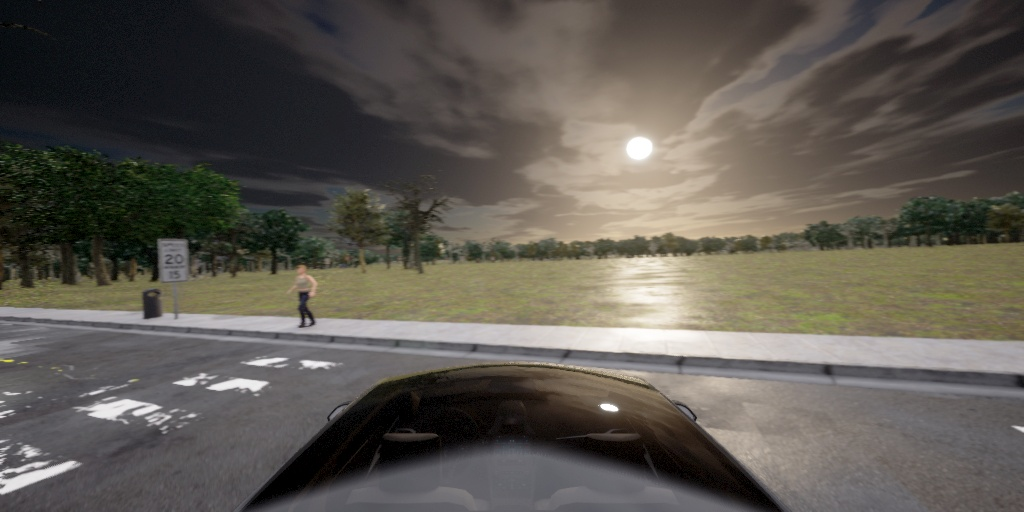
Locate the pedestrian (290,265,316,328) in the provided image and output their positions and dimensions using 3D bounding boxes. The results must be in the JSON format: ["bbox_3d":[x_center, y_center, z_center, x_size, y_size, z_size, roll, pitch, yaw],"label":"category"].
[{"bbox_3d":[-6.002,1.142,10.340,0.375,1.860,0.375,-3,-1,21],"label":"pedestrian"}]
